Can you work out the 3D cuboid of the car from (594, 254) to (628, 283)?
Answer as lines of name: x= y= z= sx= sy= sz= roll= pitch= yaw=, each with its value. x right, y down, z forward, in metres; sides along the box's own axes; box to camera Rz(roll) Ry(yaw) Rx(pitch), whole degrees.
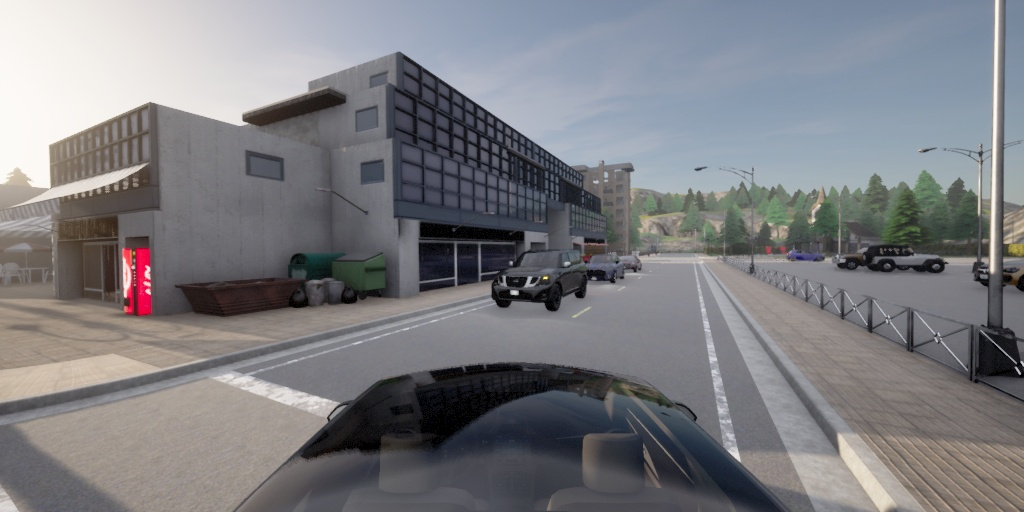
car: x=5.710 y=0.668 z=22.590 sx=2.097 sy=1.767 sz=4.553 roll=0 pitch=1 yaw=27

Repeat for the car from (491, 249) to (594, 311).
car: x=1.309 y=0.751 z=13.792 sx=2.150 sy=2.045 sz=5.566 roll=0 pitch=1 yaw=27

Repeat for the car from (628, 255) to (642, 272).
car: x=10.292 y=0.619 z=31.739 sx=1.812 sy=1.442 sz=4.674 roll=0 pitch=1 yaw=27
